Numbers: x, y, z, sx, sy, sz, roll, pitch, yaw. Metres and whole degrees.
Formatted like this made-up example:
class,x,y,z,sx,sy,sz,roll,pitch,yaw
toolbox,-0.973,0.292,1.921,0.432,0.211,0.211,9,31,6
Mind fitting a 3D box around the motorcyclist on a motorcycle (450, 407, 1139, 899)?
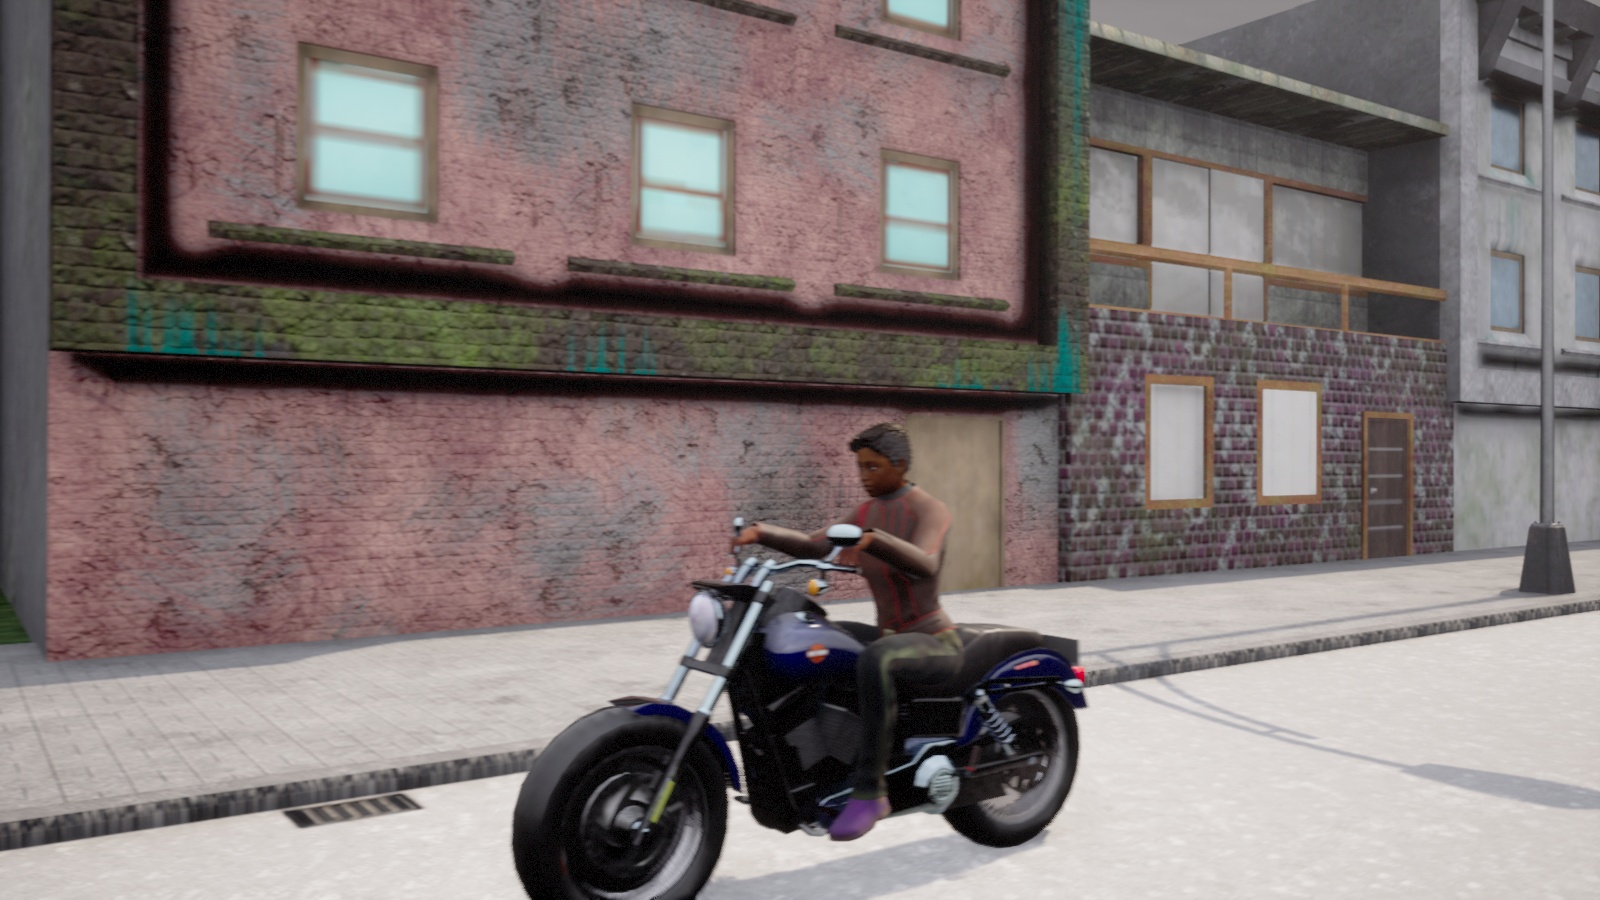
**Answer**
class,x,y,z,sx,sy,sz,roll,pitch,yaw
motorcyclist on a motorcycle,0.078,0.709,4.325,2.350,1.649,0.766,0,0,-35
